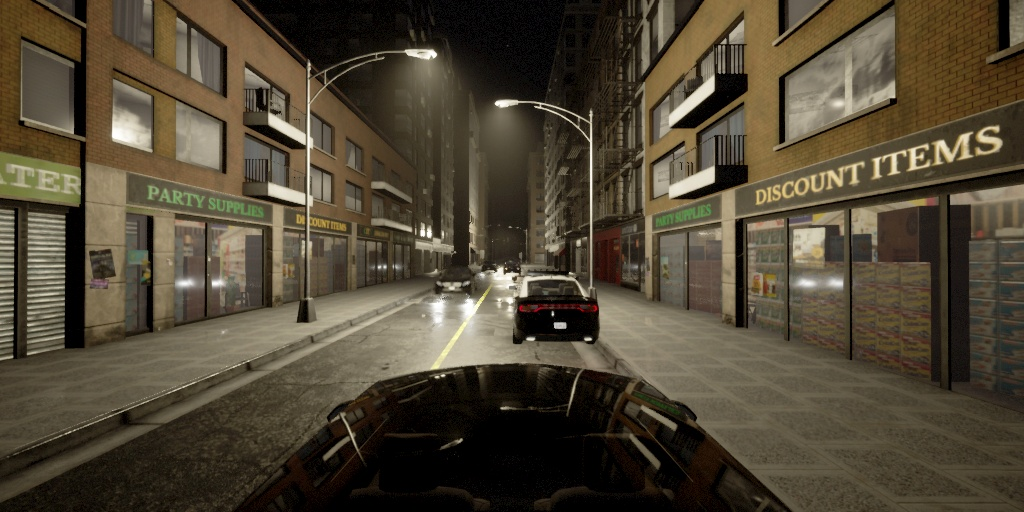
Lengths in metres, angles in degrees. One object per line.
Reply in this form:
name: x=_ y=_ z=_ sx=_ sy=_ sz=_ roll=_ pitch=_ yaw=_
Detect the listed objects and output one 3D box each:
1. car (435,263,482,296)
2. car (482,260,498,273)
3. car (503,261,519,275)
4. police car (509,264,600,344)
car: x=-2.873 y=1.281 z=19.403 sx=1.812 sy=1.442 sz=4.674 roll=0 pitch=0 yaw=0
car: x=-2.807 y=1.283 z=44.941 sx=1.837 sy=1.490 sz=4.892 roll=0 pitch=0 yaw=0
car: x=0.028 y=1.373 z=39.283 sx=1.895 sy=1.301 sz=4.718 roll=0 pitch=0 yaw=0
police car: x=0.953 y=1.178 z=9.702 sx=1.930 sy=1.638 sz=5.238 roll=0 pitch=0 yaw=0
